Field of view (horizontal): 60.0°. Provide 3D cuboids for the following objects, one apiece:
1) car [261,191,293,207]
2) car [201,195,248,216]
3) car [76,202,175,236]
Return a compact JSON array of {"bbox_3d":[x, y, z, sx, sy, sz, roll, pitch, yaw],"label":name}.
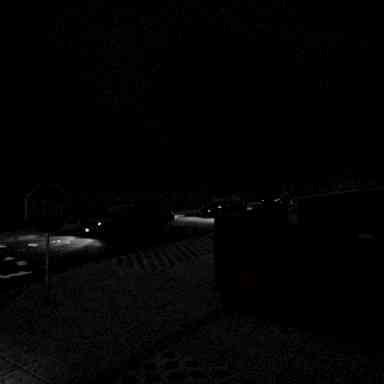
[{"bbox_3d":[8.525,0.671,33.208,1.837,1.490,4.892,0,2,36],"label":"car"},{"bbox_3d":[2.535,0.962,24.802,1.812,1.442,4.674,0,2,36],"label":"car"},{"bbox_3d":[-3.106,1.232,16.870,2.033,1.411,5.357,0,1,36],"label":"car"}]
